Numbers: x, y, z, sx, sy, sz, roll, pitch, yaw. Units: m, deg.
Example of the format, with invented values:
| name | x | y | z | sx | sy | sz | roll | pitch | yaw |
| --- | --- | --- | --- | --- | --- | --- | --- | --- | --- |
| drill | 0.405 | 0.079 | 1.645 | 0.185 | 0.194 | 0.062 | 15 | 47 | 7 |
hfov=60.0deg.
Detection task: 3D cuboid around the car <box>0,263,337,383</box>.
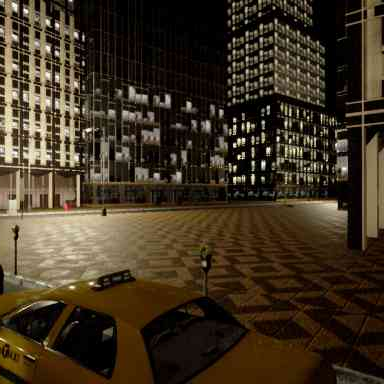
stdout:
| name | x | y | z | sx | sy | sz | roll | pitch | yaw |
| --- | --- | --- | --- | --- | --- | --- | --- | --- | --- |
| car | -1.017 | 1.525 | 3.599 | 4.829 | 1.417 | 1.752 | 0 | 0 | 35 |
